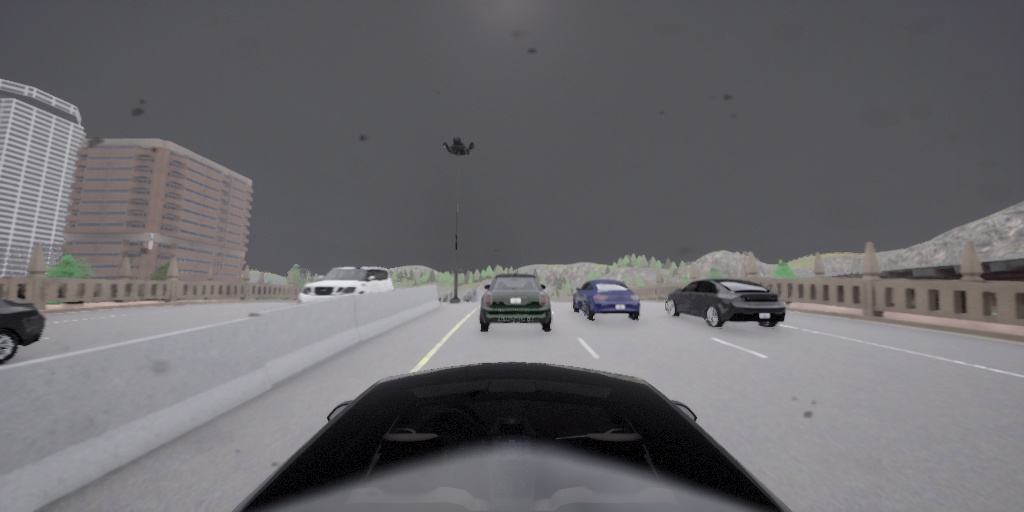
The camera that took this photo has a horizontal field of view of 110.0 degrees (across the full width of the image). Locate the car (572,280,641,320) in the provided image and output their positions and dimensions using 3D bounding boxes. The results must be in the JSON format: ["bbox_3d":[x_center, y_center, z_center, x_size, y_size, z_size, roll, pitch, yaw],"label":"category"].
[{"bbox_3d":[3.607,1.665,14.240,1.812,1.442,4.674,0,-3,0],"label":"car"}]

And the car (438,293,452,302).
[{"bbox_3d":[-10.526,6.459,55.342,1.837,1.490,4.892,0,-7,1],"label":"car"}]

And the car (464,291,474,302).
[{"bbox_3d":[-6.992,7.104,62.300,2.150,2.045,5.566,0,-8,1],"label":"car"}]

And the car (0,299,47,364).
[{"bbox_3d":[-10.598,1.292,5.323,1.837,1.490,4.892,0,-1,0],"label":"car"}]

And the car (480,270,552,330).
[{"bbox_3d":[0.106,1.386,12.242,2.097,1.767,4.553,0,-3,0],"label":"car"}]

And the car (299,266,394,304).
[{"bbox_3d":[-7.092,1.466,16.146,2.150,2.045,5.566,0,-4,0],"label":"car"}]

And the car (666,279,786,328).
[{"bbox_3d":[7.107,1.550,12.513,1.837,1.490,4.892,0,-3,0],"label":"car"}]
